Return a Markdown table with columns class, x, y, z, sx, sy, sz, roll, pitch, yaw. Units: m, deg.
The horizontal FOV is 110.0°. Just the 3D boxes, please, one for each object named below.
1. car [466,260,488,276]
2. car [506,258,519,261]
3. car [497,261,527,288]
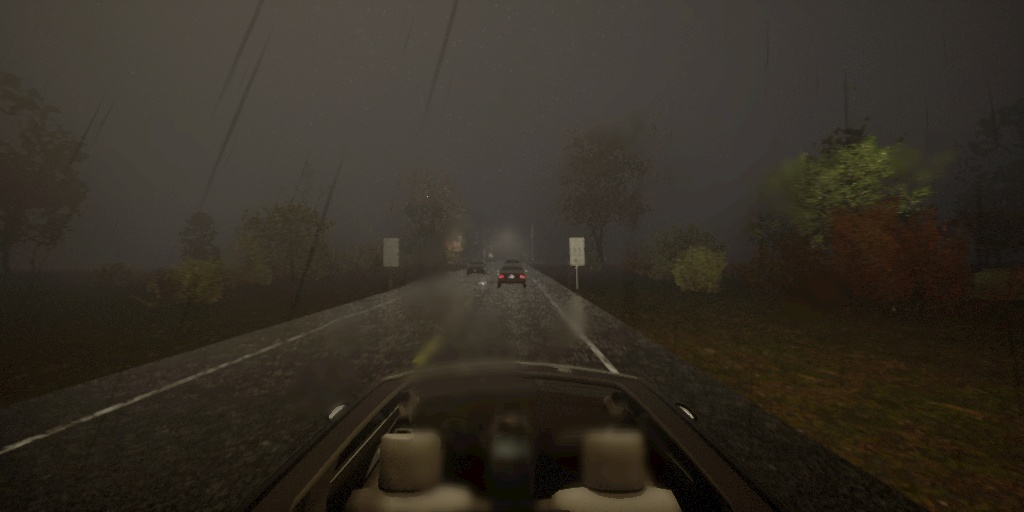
| class | x | y | z | sx | sy | sz | roll | pitch | yaw |
| --- | --- | --- | --- | --- | --- | --- | --- | --- | --- |
| car | -3.531 | 1.142 | 36.747 | 1.882 | 1.535 | 5.008 | 0 | 0 | 0 |
| car | 0.038 | 0.999 | 39.397 | 2.097 | 1.767 | 4.553 | 0 | 0 | 0 |
| car | 0.009 | 1.225 | 23.072 | 2.033 | 1.411 | 5.357 | 0 | 0 | 1 |
